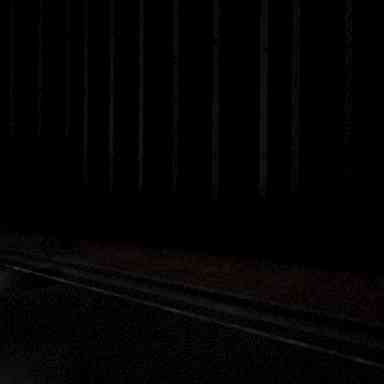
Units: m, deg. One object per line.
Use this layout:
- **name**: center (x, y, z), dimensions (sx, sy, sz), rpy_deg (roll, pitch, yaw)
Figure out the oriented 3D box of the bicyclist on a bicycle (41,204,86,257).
- **bicyclist on a bicycle**: center (-4.115, 1.213, 10.786), dimensions (0.582, 1.620, 1.656), rpy_deg (1, 1, 35)
